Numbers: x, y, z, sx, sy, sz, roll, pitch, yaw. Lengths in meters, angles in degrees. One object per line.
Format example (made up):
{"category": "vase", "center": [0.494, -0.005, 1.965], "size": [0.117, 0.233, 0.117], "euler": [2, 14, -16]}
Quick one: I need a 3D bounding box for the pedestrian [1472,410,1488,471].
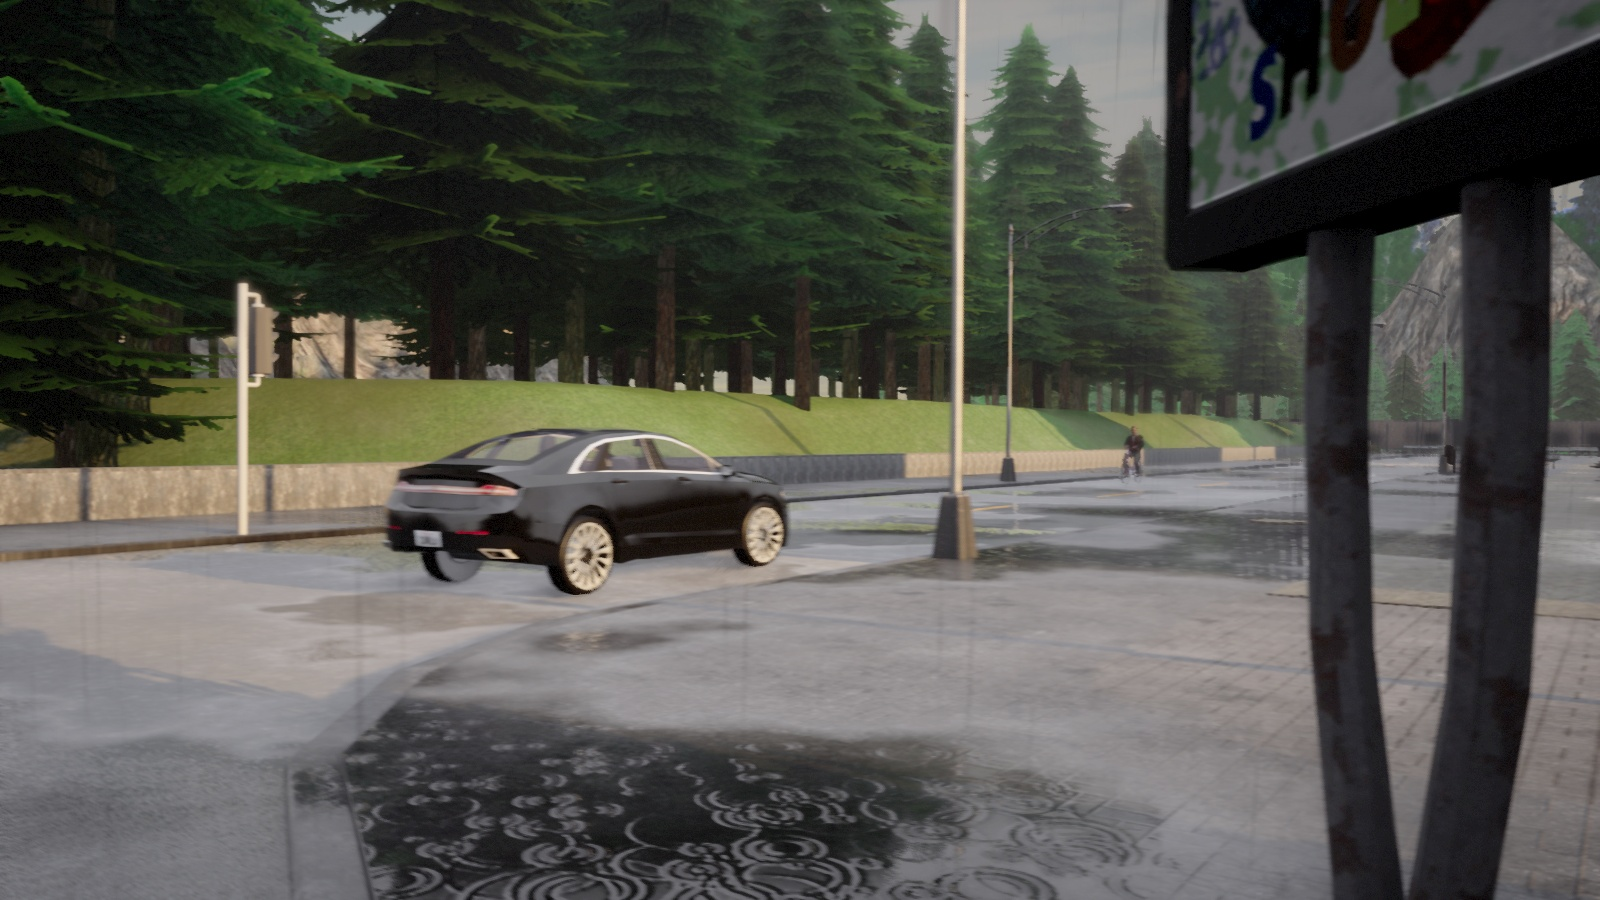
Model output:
{"category": "pedestrian", "center": [20.486, -0.283, 37.813], "size": [0.354, 1.836, 0.706], "euler": [0, 1, 34]}

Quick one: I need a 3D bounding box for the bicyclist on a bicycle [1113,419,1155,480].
{"category": "bicyclist on a bicycle", "center": [10.002, -0.021, 37.568], "size": [0.659, 1.776, 1.843], "euler": [0, 1, 34]}

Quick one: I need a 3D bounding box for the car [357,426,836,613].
{"category": "car", "center": [-1.785, 0.523, 12.823], "size": [2.128, 1.511, 4.902], "euler": [0, 1, 32]}
